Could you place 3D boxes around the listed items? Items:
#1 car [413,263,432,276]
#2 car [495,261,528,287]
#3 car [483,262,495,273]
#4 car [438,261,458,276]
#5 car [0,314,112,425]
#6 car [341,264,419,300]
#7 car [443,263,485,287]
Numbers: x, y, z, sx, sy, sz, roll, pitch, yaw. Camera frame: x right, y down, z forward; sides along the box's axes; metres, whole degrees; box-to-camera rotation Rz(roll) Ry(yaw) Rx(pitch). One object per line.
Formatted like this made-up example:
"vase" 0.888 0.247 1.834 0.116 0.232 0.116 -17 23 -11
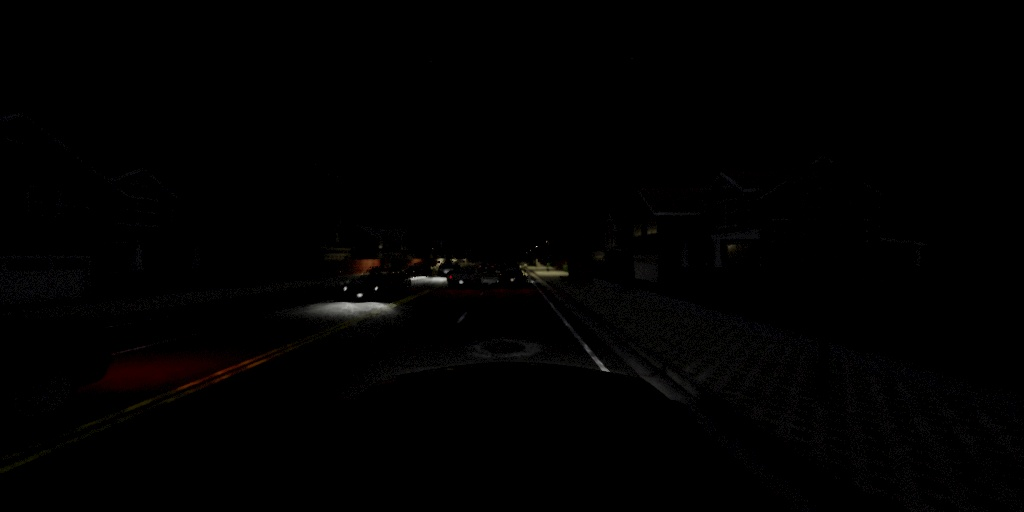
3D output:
"car" -9.756 1.394 37.644 1.994 1.385 4.181 0 0 0
"car" 0.038 1.312 25.166 1.812 1.442 4.674 0 0 1
"car" -3.150 1.430 45.725 1.994 1.385 4.181 0 0 0
"car" -6.505 1.322 37.702 2.128 1.511 4.902 0 0 0
"car" -6.596 1.229 2.903 1.882 1.535 5.008 0 0 0
"car" -6.572 1.318 18.156 2.033 1.411 5.357 0 0 0
"car" -3.216 1.388 24.978 1.895 1.301 4.718 0 0 1
